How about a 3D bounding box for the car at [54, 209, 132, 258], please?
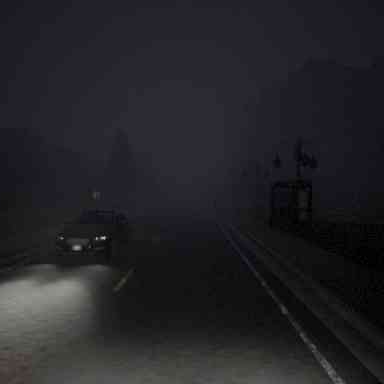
[{"bbox_3d":[-3.519,1.445,12.640,2.128,1.511,4.902,1,0,0],"label":"car"}]
